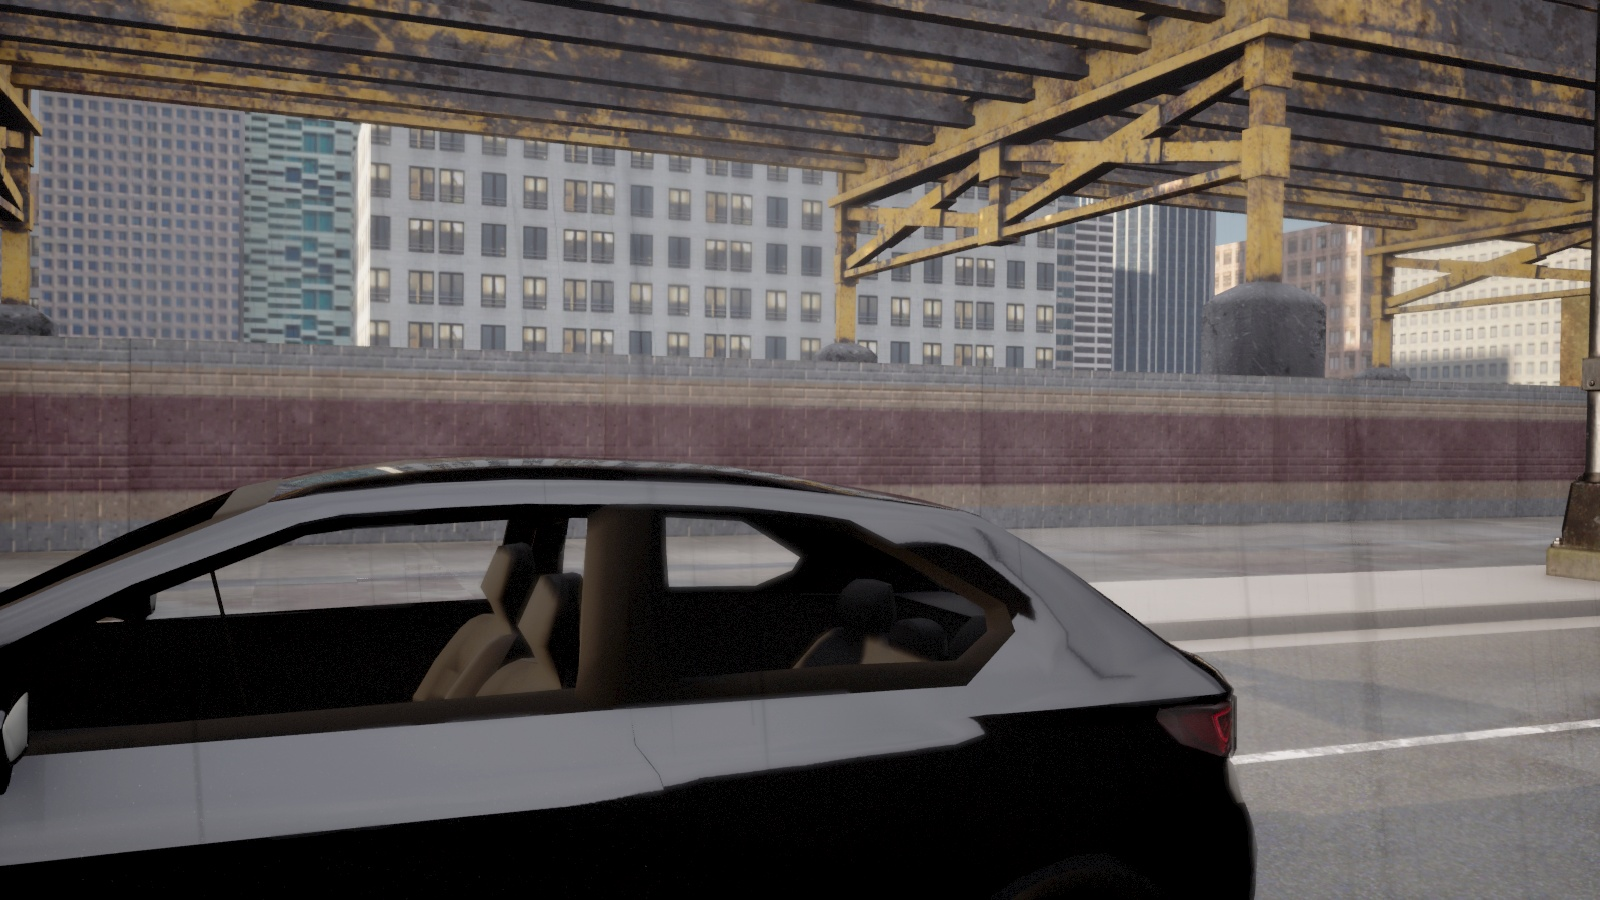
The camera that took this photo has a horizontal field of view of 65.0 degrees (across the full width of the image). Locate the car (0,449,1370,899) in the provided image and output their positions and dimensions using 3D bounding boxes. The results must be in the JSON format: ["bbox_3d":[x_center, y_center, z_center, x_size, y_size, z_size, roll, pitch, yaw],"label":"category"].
[{"bbox_3d":[-1.042,0.777,2.843,4.193,1.474,1.816,-1,1,-21],"label":"car"}]
